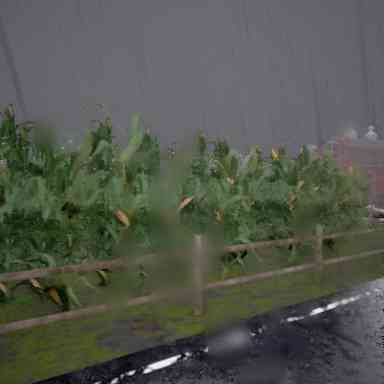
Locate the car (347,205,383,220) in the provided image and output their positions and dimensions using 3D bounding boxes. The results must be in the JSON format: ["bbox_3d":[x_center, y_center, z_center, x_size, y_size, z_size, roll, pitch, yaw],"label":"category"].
[{"bbox_3d":[16.725,1.920,32.376,2.033,1.411,5.357,1,-1,-31],"label":"car"}]
